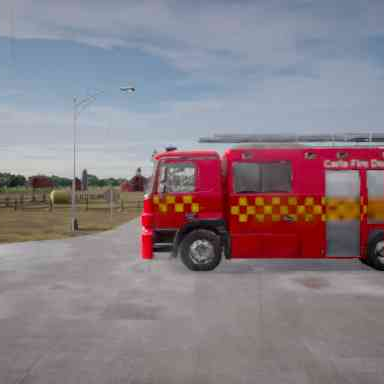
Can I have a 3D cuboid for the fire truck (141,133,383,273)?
[{"bbox_3d":[2.830,0.254,10.294,8.468,3.827,2.891,0,1,1],"label":"fire truck"}]
